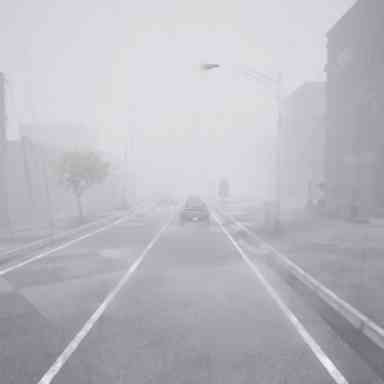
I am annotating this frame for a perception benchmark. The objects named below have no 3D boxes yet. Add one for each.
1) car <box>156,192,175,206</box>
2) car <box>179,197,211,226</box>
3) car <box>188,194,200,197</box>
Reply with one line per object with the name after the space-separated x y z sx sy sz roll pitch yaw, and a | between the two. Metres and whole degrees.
-3.376 0.835 42.916 2.097 1.767 4.553 0 1 0 | car
0.202 1.341 21.981 2.128 1.511 4.902 0 1 0 | car
0.299 0.987 42.369 2.128 1.511 4.902 0 1 0 | car
